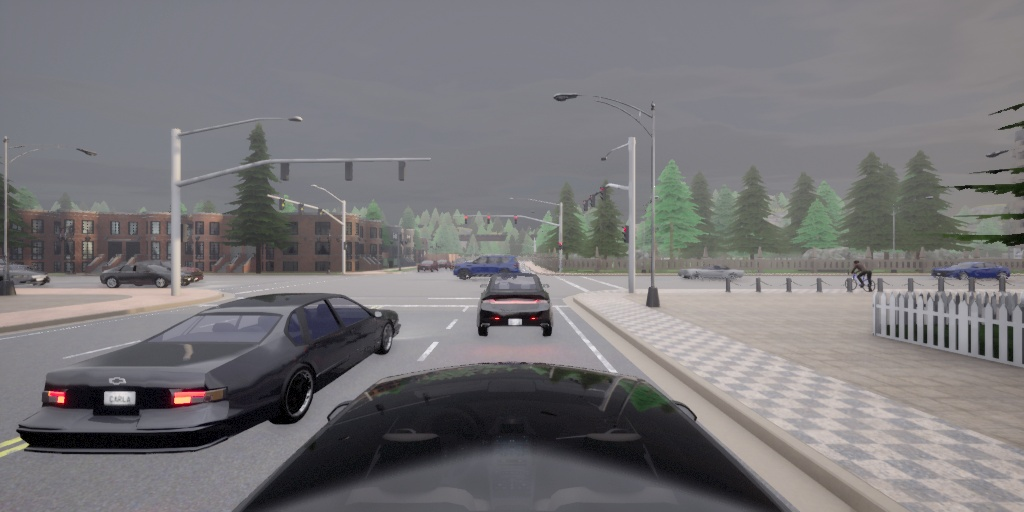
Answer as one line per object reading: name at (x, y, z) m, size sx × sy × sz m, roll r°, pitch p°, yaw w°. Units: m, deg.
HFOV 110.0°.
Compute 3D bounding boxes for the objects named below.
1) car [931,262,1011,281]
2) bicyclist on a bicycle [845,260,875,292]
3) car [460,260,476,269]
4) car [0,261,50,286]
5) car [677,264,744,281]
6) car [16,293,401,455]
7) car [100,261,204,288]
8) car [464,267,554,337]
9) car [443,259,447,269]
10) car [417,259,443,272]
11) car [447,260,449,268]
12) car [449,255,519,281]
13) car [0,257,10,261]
car at (37.982, 1.227, 29.773) m, size 5.008 × 1.535 × 1.882 m, roll 0°, pitch 0°, yaw 0°
bicyclist on a bicycle at (18.248, 1.052, 18.826) m, size 0.582 × 1.620 × 1.656 m, roll 0°, pitch 0°, yaw 0°
car at (-7.064, 1.314, 57.566) m, size 1.994 × 1.385 × 4.181 m, roll 0°, pitch 0°, yaw 0°
car at (-32.555, 1.241, 22.709) m, size 4.902 × 1.511 × 2.128 m, roll 0°, pitch 0°, yaw -4°
car at (16.425, 1.351, 29.812) m, size 4.718 × 1.301 × 1.895 m, roll 0°, pitch 0°, yaw 0°
car at (-3.437, 1.297, 5.669) m, size 2.033 × 1.411 × 5.357 m, roll 0°, pitch 0°, yaw 0°
car at (-23.190, 1.255, 22.950) m, size 4.892 × 1.490 × 1.837 m, roll 0°, pitch 0°, yaw -3°
car at (0.081, 1.242, 10.337) m, size 2.128 × 1.511 × 4.902 m, roll 0°, pitch 0°, yaw 0°
car at (-10.585, 1.228, 54.985) m, size 1.882 × 1.535 × 5.008 m, roll 0°, pitch 0°, yaw 0°
car at (-10.581, 1.228, 45.534) m, size 1.882 × 1.535 × 5.008 m, roll 0°, pitch 0°, yaw 0°
car at (-7.065, 1.102, 48.928) m, size 2.097 × 1.767 × 4.553 m, roll 0°, pitch 0°, yaw 0°
car at (-2.083, 0.972, 29.996) m, size 5.566 × 2.045 × 2.150 m, roll 0°, pitch 0°, yaw 2°
car at (-38.038, 0.973, 25.709) m, size 5.566 × 2.045 × 2.150 m, roll 0°, pitch 0°, yaw -10°
